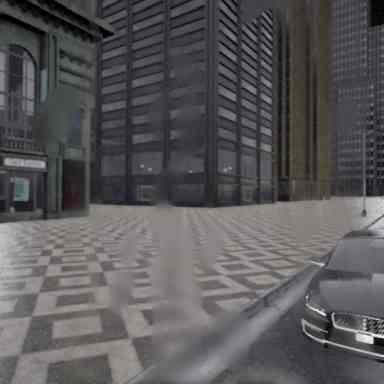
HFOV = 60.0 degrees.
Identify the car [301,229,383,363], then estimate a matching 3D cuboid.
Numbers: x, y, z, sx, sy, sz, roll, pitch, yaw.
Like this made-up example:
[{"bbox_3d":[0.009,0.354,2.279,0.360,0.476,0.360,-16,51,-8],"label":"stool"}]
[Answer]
[{"bbox_3d":[3.420,1.506,6.002,1.837,1.490,4.892,0,0,34],"label":"car"}]
